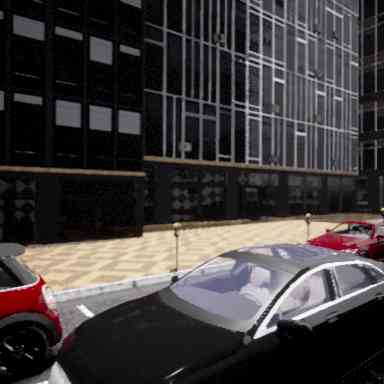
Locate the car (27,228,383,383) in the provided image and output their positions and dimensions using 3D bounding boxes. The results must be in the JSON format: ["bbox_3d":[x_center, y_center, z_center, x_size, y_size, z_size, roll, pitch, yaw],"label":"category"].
[{"bbox_3d":[0.922,1.476,4.022,4.902,1.511,2.128,-1,0,-35],"label":"car"}]

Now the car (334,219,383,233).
[{"bbox_3d":[5.233,1.533,10.284,4.206,1.307,1.802,0,1,-36],"label":"car"}]

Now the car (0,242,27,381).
[{"bbox_3d":[-3.795,1.445,3.839,4.097,1.590,1.967,0,1,-36],"label":"car"}]
